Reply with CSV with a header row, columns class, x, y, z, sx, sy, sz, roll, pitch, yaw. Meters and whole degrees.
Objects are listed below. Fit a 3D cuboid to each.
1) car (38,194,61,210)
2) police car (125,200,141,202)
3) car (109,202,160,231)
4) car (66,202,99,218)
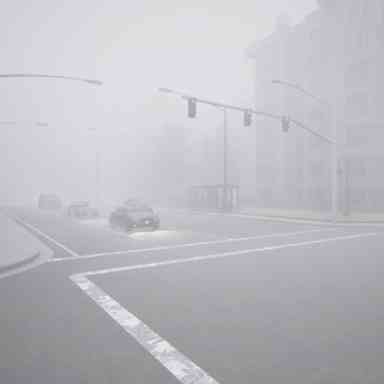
class,x,y,z,sx,sy,sz,roll,pitch,yaw
car,-19.139,1.226,44.577,2.150,2.045,5.566,0,0,-33
police car,-5.463,1.469,29.936,2.038,1.542,4.974,0,0,-33
car,-3.622,1.541,20.472,1.994,1.385,4.181,0,0,-33
car,-10.001,1.588,30.325,1.895,1.301,4.718,0,0,-33
